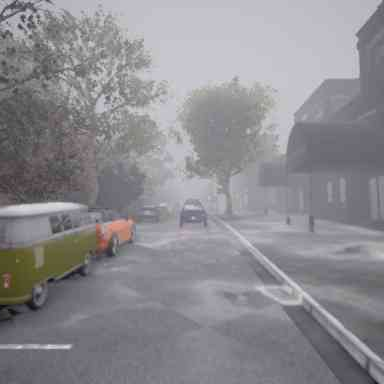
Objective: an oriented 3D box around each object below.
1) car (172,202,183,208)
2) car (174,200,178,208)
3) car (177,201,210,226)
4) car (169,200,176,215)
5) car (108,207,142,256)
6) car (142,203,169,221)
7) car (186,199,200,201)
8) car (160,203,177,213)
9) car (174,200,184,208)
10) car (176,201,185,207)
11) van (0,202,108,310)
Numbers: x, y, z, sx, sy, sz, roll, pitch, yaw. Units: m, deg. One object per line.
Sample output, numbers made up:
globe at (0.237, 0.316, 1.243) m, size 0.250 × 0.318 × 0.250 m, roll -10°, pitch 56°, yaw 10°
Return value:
car at (-3.388, 3.124, 80.321) m, size 2.231 × 1.521 × 4.892 m, roll 0°, pitch -1°, yaw 2°
car at (-3.635, 2.251, 46.668) m, size 2.097 × 1.535 × 5.008 m, roll 0°, pitch -1°, yaw 2°
car at (0.104, 1.614, 24.227) m, size 1.882 × 1.535 × 5.008 m, roll 0°, pitch -2°, yaw 0°
car at (-3.629, 2.094, 41.109) m, size 2.097 × 1.535 × 5.008 m, roll 1°, pitch -2°, yaw 2°
car at (-3.652, 1.370, 13.269) m, size 2.185 × 1.767 × 4.553 m, roll 0°, pitch 0°, yaw 2°
car at (-3.629, 1.811, 30.004) m, size 2.163 × 1.488 × 4.792 m, roll 1°, pitch -2°, yaw 2°
car at (0.101, 1.880, 42.643) m, size 2.150 × 2.045 × 5.566 m, roll 0°, pitch -2°, yaw 0°
car at (-3.637, 2.439, 52.272) m, size 2.163 × 1.488 × 4.792 m, roll 0°, pitch -1°, yaw 2°
car at (-3.385, 3.121, 86.032) m, size 2.185 × 1.767 × 4.553 m, roll -1°, pitch -1°, yaw 2°
car at (-3.143, 3.373, 91.730) m, size 2.097 × 1.535 × 5.008 m, roll 0°, pitch -2°, yaw 2°
van at (-3.648, 1.264, 7.847) m, size 1.878 × 1.987 × 4.442 m, roll 0°, pitch 0°, yaw 2°
